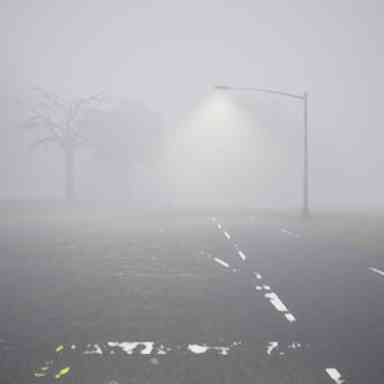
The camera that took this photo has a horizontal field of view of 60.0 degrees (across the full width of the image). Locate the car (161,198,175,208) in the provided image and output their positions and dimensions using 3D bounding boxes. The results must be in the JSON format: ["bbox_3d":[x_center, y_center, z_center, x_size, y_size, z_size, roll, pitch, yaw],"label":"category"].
[{"bbox_3d":[-3.481,1.608,48.826,2.033,1.411,5.357,0,0,0],"label":"car"}]

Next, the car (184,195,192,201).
[{"bbox_3d":[-1.136,1.707,95.145,1.882,1.535,5.008,0,0,7],"label":"car"}]
